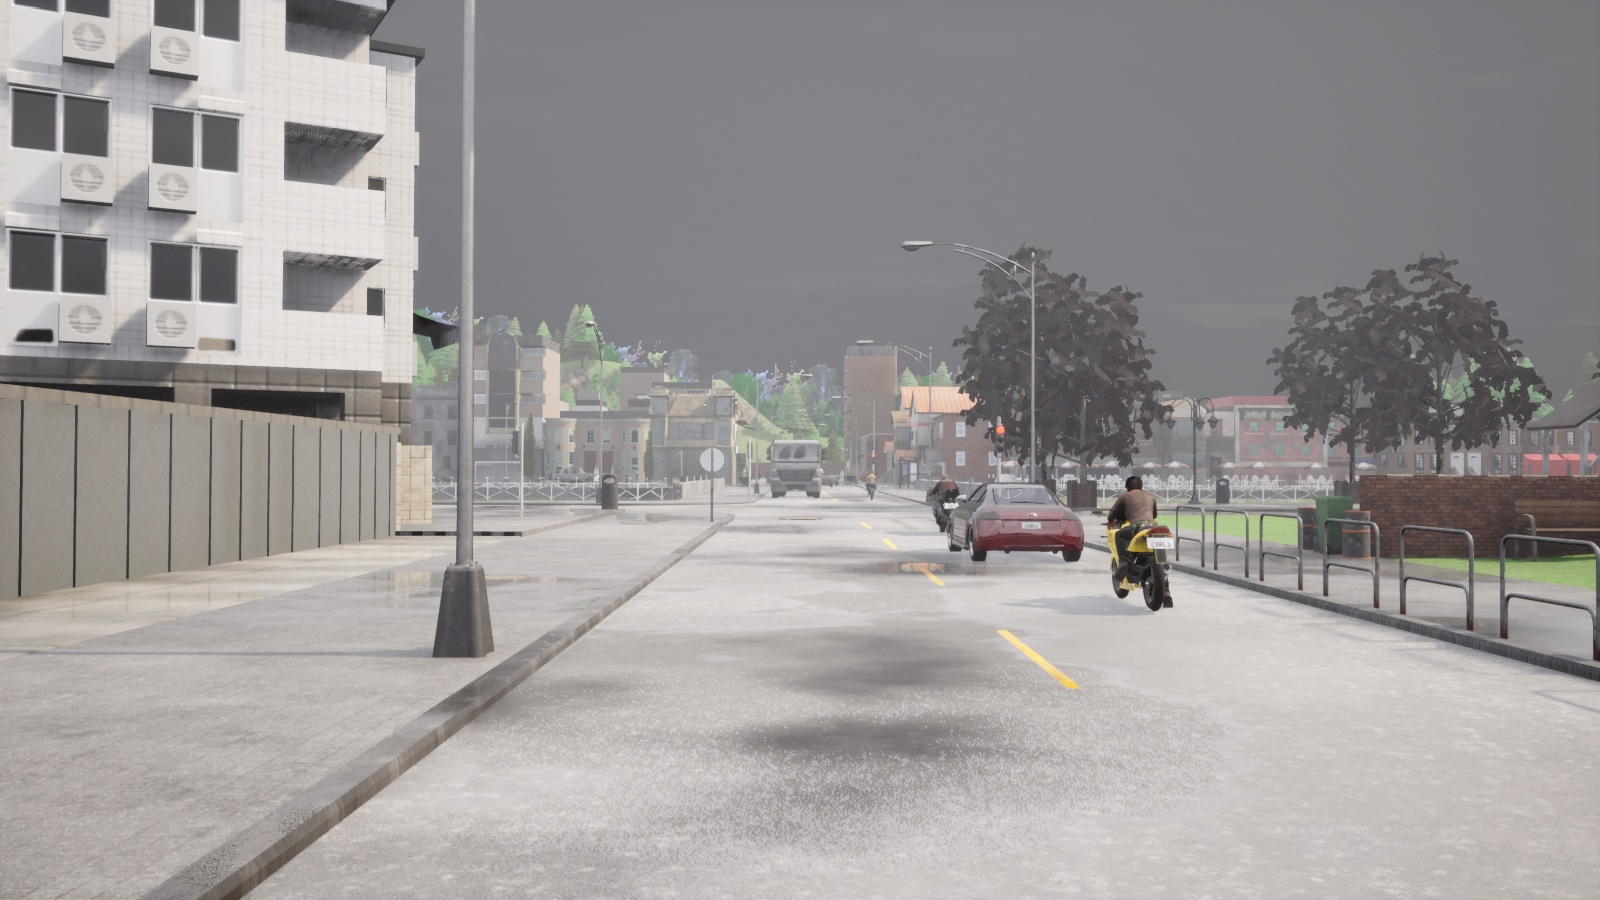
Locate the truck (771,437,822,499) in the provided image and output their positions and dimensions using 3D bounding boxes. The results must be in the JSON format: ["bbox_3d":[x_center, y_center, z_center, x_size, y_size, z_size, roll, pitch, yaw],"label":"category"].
[{"bbox_3d":[-0.218,1.085,74.708,2.891,3.462,7.936,0,-1,0],"label":"truck"}]

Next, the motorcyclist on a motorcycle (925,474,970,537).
[{"bbox_3d":[3.677,1.362,31.448,0.866,1.530,2.191,0,-1,0],"label":"motorcyclist on a motorcycle"}]

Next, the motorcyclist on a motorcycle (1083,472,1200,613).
[{"bbox_3d":[3.957,1.028,14.727,0.797,1.523,2.044,0,-1,0],"label":"motorcyclist on a motorcycle"}]

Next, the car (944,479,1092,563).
[{"bbox_3d":[3.933,1.254,23.348,1.994,1.385,4.181,0,-1,0],"label":"car"}]
